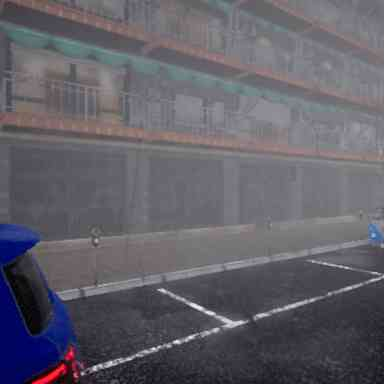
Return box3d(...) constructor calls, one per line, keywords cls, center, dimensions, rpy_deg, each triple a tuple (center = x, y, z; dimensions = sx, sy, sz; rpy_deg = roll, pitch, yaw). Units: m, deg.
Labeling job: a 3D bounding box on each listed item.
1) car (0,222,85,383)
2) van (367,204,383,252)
box3d(cls="car", center=(-3.212, 1.229, 1.088), dimensions=(5.566, 2.045, 2.150), rpy_deg=(0, 0, -35))
box3d(cls="van", center=(8.188, 1.296, 12.396), dimensions=(3.998, 1.788, 1.690), rpy_deg=(0, 0, -35))
